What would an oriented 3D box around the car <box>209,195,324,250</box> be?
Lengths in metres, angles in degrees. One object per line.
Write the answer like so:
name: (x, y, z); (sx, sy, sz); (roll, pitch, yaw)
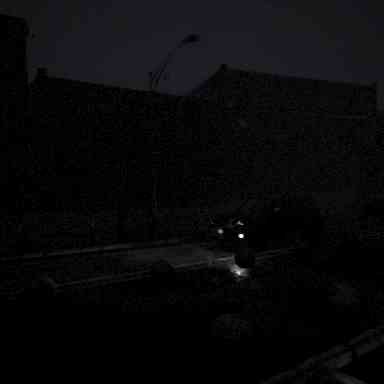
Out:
car: (3.395, 1.178, 14.487); (5.566, 2.045, 2.150); (0, 0, -34)
